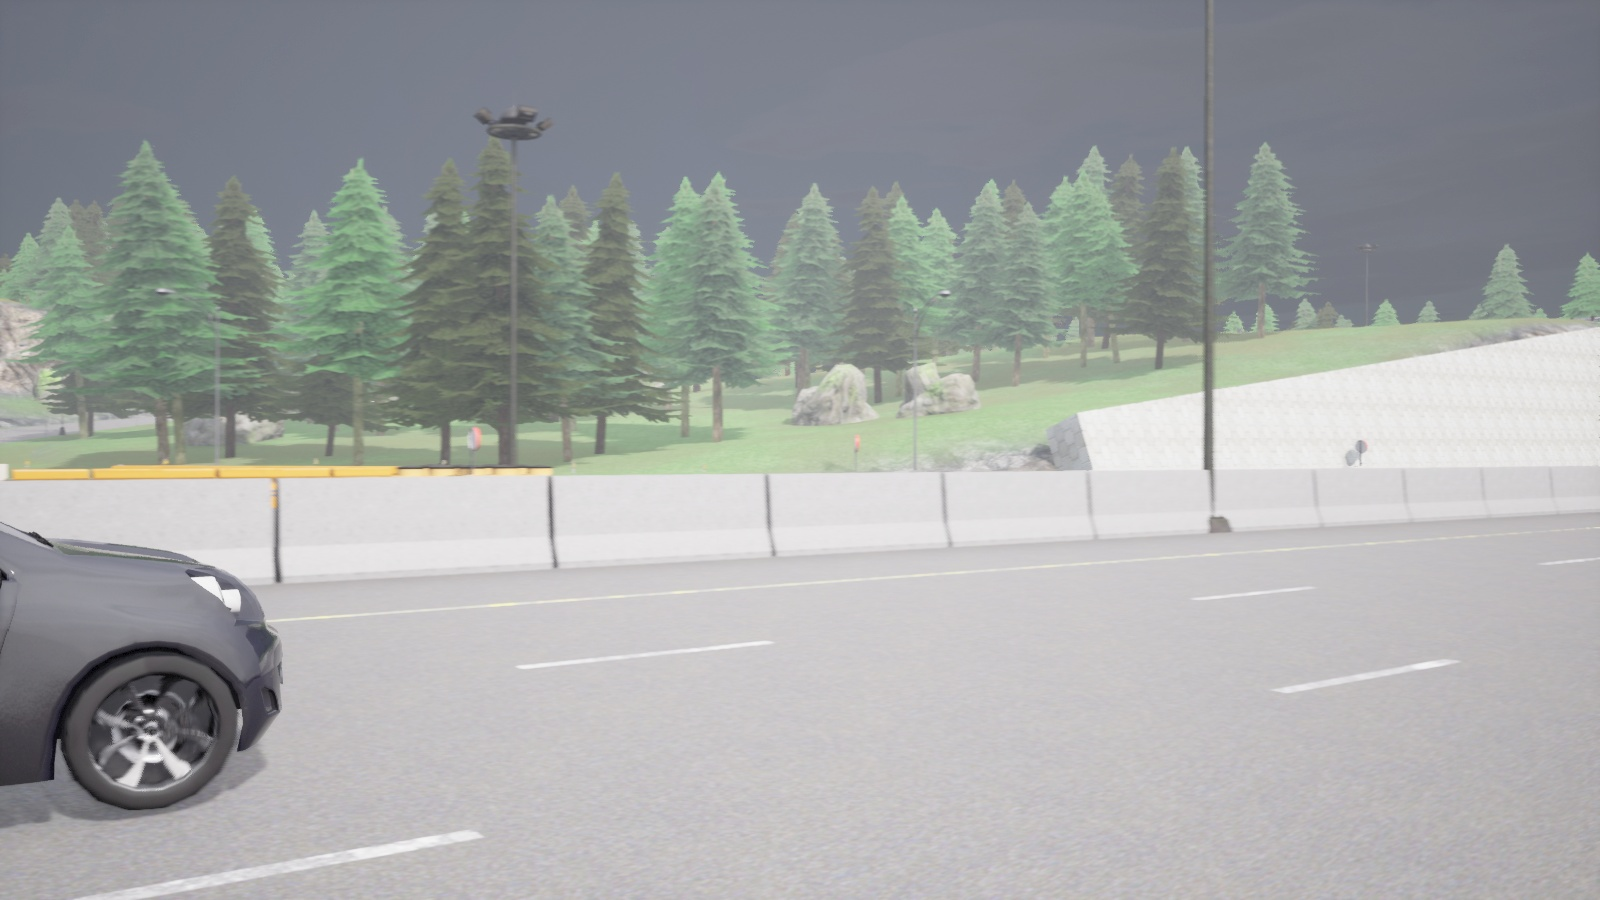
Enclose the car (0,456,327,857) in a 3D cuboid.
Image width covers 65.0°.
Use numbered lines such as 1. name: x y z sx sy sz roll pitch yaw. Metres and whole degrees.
1. car: -4.048 0.780 5.106 3.633 1.501 1.845 0 0 -35
